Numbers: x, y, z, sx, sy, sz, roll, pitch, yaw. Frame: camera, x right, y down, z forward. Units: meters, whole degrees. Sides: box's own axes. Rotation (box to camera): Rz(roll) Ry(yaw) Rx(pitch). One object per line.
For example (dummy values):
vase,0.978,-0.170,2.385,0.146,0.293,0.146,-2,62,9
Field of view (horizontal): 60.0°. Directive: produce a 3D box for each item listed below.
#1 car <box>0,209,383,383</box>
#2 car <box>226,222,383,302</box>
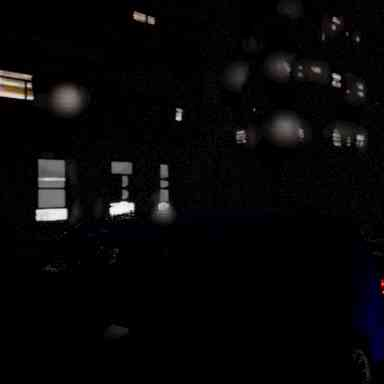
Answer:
car,-0.350,1.230,3.096,5.566,2.045,2.150,1,0,-35
car,3.086,1.609,8.727,4.206,1.307,1.802,0,-1,-35
